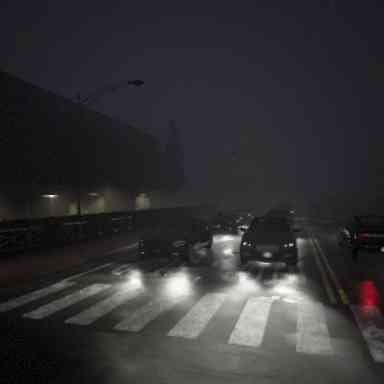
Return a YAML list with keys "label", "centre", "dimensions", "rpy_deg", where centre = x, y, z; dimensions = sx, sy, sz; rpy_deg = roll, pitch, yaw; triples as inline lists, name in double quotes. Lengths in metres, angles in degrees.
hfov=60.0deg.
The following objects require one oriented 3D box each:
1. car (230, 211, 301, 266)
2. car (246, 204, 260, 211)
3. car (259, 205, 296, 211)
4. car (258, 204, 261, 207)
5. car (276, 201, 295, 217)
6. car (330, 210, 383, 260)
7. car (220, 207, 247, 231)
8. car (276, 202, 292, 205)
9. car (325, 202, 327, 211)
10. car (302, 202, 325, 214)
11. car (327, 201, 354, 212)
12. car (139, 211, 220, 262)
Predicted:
- label: "car"
  centre: [2.952, 1.688, 12.534]
  dimensions: [2.128, 1.511, 4.902]
  rpy_deg: [-1, -1, 15]
- label: "car"
  centre: [4.811, 2.095, 30.607]
  dimensions: [1.895, 1.301, 4.718]
  rpy_deg: [-1, -1, 17]
- label: "car"
  centre: [5.641, 1.828, 21.417]
  dimensions: [1.837, 1.490, 4.892]
  rpy_deg: [-1, -1, 17]
- label: "car"
  centre: [7.639, 2.195, 40.122]
  dimensions: [1.994, 1.385, 4.181]
  rpy_deg: [-1, -1, 15]
- label: "car"
  centre: [11.050, 1.933, 39.390]
  dimensions: [2.097, 1.767, 4.553]
  rpy_deg: [-1, -1, 15]
- label: "car"
  centre: [6.886, 1.652, 12.905]
  dimensions: [2.128, 1.511, 4.902]
  rpy_deg: [-1, -1, 17]
- label: "car"
  centre: [2.209, 1.937, 22.154]
  dimensions: [1.994, 1.385, 4.181]
  rpy_deg: [-1, -1, 17]
- label: "car"
  centre: [8.293, 1.799, 30.085]
  dimensions: [2.097, 1.767, 4.553]
  rpy_deg: [-1, -1, 17]
- label: "car"
  centre: [20.175, 2.262, 51.603]
  dimensions: [1.994, 1.385, 4.181]
  rpy_deg: [-1, -1, 0]
- label: "car"
  centre: [15.798, 2.116, 43.877]
  dimensions: [1.837, 1.490, 4.892]
  rpy_deg: [-1, -1, 11]
- label: "car"
  centre: [18.993, 1.898, 42.227]
  dimensions: [2.097, 1.767, 4.553]
  rpy_deg: [-1, -1, 12]
- label: "car"
  centre: [-0.446, 1.728, 13.561]
  dimensions: [1.882, 1.535, 5.008]
  rpy_deg: [-1, -1, 17]
